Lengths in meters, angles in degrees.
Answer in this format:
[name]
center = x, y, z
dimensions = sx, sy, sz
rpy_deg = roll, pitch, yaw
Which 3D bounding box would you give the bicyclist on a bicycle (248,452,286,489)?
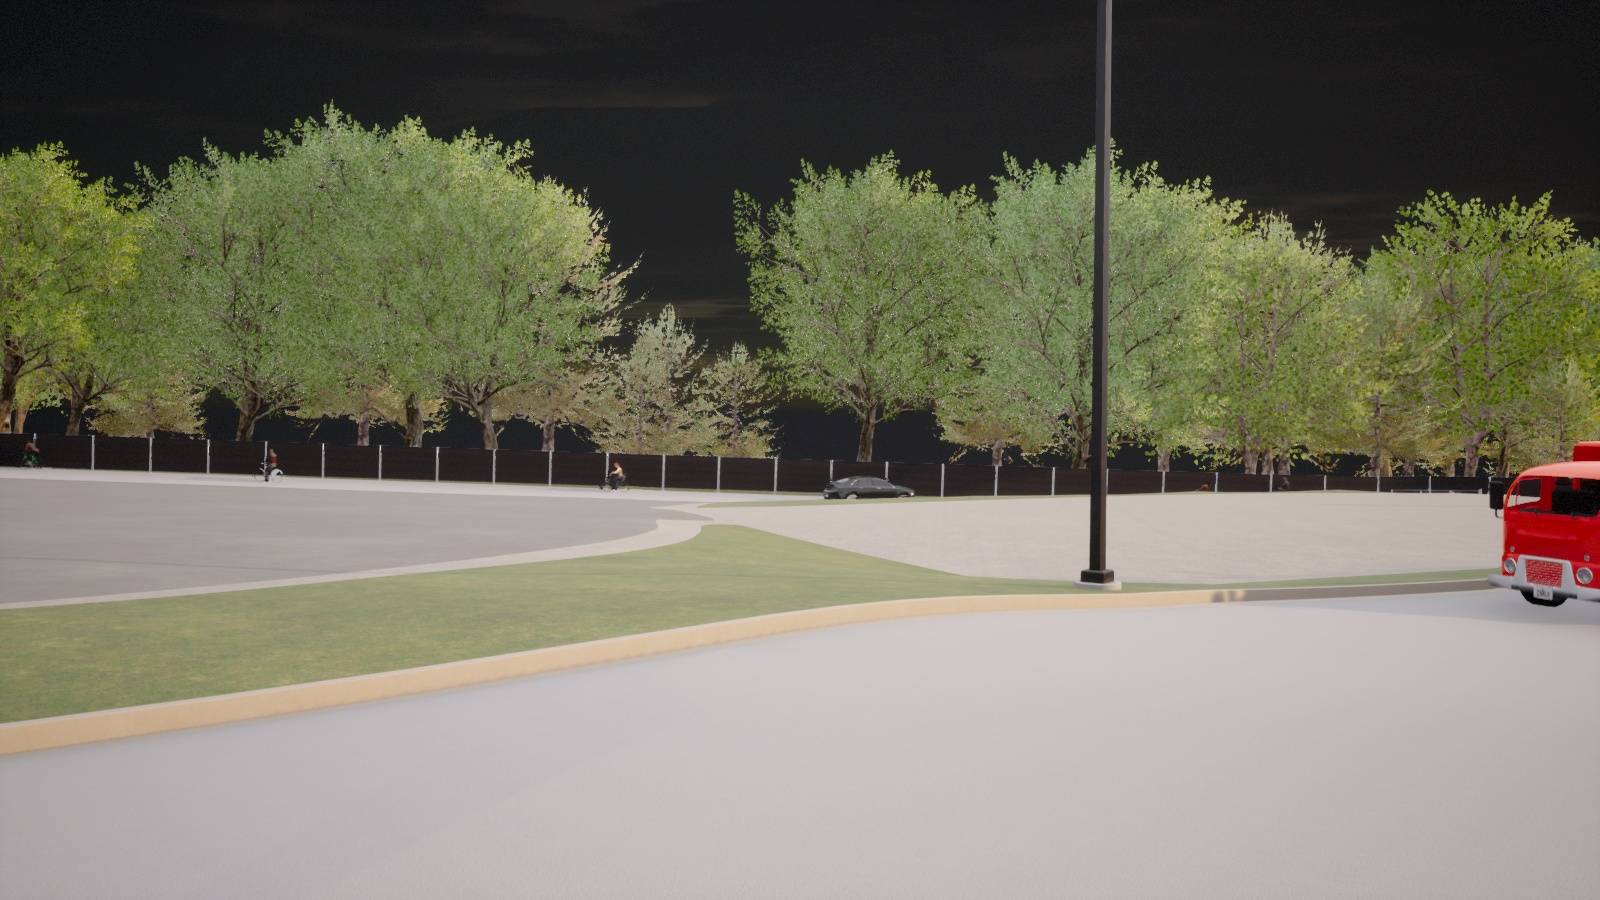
[bicyclist on a bicycle]
center = -27.383, 1.033, 64.517
dimensions = 1.843, 1.776, 0.659
rpy_deg = 3, 2, 20

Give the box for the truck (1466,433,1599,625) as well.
[truck]
center = 12.813, 1.004, 18.328
dimensions = 5.204, 2.467, 2.627
rpy_deg = -2, 2, -19

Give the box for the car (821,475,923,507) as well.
[car]
center = 3.686, 2.082, 64.351
dimensions = 4.892, 1.490, 1.837
rpy_deg = 1, 2, -21
